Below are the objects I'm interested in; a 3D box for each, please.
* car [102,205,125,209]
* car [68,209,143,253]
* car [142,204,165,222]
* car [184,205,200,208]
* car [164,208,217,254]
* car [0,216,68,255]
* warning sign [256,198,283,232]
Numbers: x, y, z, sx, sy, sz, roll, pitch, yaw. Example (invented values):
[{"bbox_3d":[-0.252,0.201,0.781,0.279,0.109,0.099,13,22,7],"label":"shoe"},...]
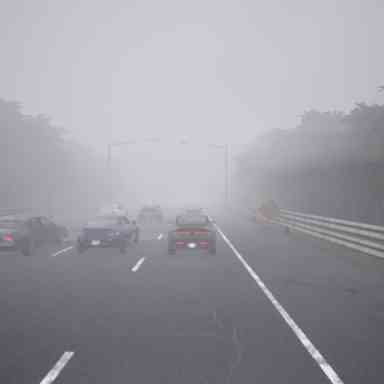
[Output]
[{"bbox_3d":[-6.990,1.847,29.384,1.812,1.442,4.674,0,0,0],"label":"car"},{"bbox_3d":[-3.492,1.683,14.399,1.812,1.442,4.674,0,0,0],"label":"car"},{"bbox_3d":[-3.491,1.813,29.300,2.128,1.511,4.902,0,-1,0],"label":"car"},{"bbox_3d":[0.010,1.848,29.411,1.812,1.442,4.674,0,0,0],"label":"car"},{"bbox_3d":[0.007,1.664,14.289,1.837,1.490,4.892,0,0,0],"label":"car"},{"bbox_3d":[-6.997,1.700,13.983,2.033,1.411,5.357,0,-1,0],"label":"car"},{"bbox_3d":[4.580,1.332,19.726,1.300,1.860,1.060,2,1,0],"label":"warning sign"}]
